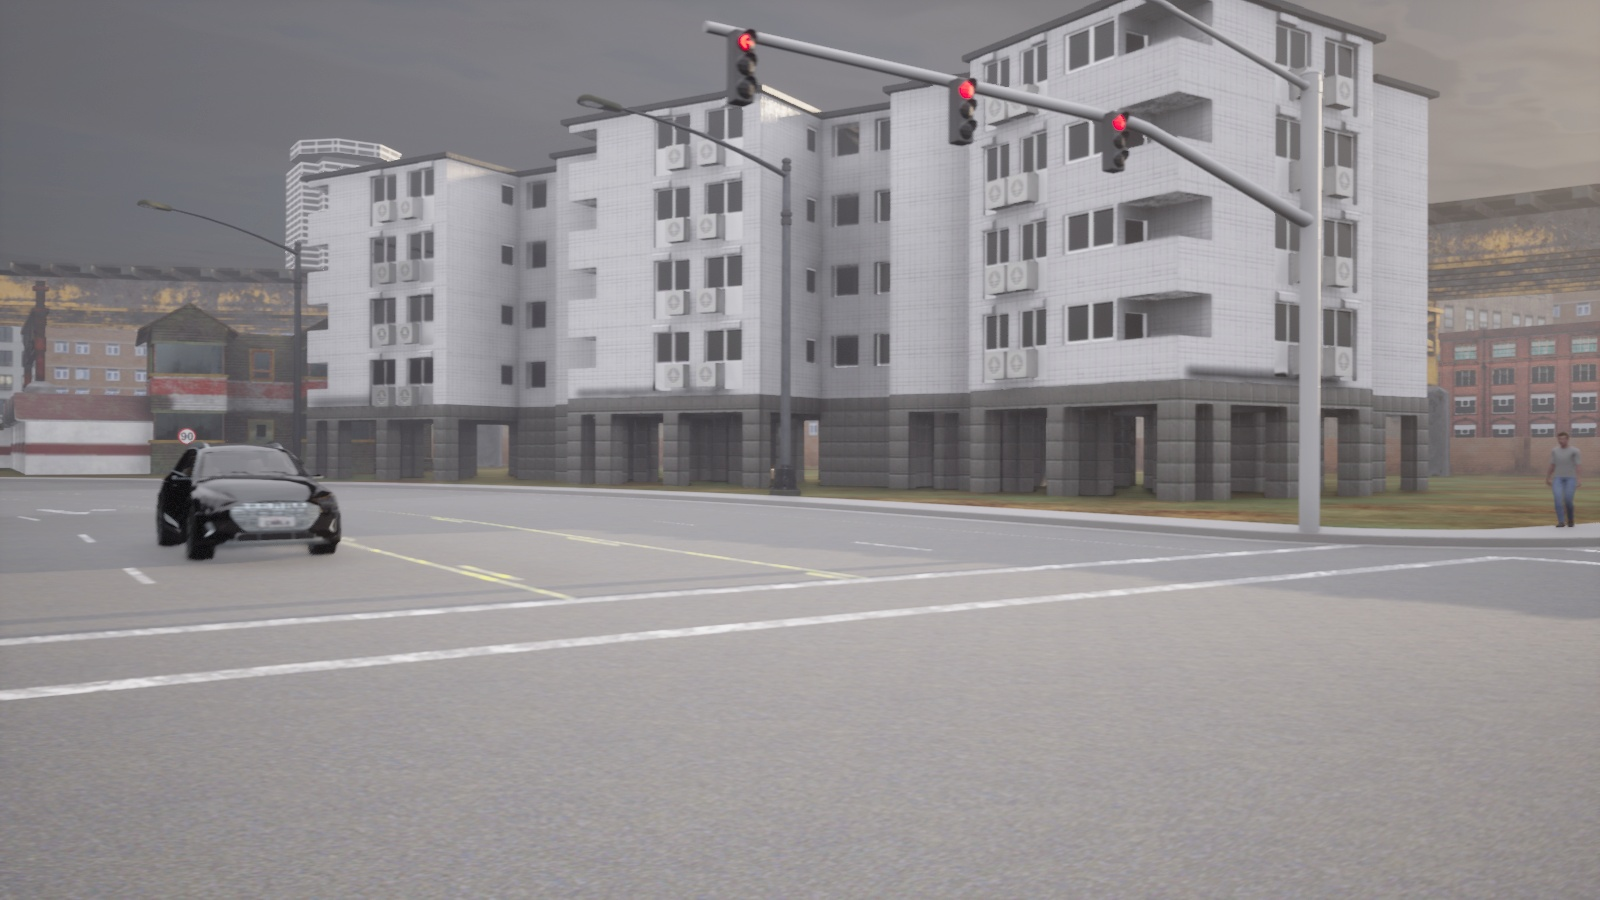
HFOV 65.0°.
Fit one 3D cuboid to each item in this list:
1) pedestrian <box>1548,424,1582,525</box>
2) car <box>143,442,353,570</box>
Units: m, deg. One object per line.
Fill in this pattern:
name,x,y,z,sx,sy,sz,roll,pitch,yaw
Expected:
pedestrian,14.132,0.439,23.199,0.706,1.836,0.354,0,0,-43
car,-8.354,0.717,18.743,2.033,1.649,4.856,0,0,-34
